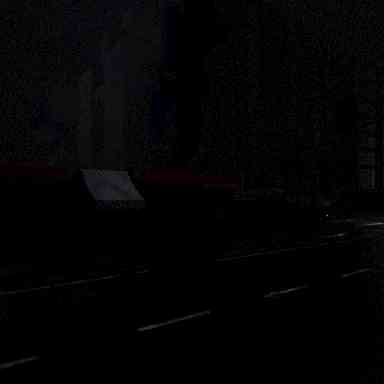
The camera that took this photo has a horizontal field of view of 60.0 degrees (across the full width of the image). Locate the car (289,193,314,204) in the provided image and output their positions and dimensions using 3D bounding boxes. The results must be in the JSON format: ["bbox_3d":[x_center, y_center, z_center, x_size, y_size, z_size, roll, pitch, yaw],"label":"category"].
[{"bbox_3d":[19.614,1.114,59.433,1.905,1.878,3.866,0,0,-35],"label":"car"}]

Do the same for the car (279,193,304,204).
[{"bbox_3d":[17.219,1.114,57.726,1.905,1.878,3.866,0,0,-35],"label":"car"}]

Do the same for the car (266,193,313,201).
[{"bbox_3d":[9.450,1.297,34.011,2.097,1.767,4.553,0,0,-36],"label":"car"}]

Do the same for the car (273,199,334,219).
[{"bbox_3d":[9.410,1.545,28.087,1.895,1.301,4.718,0,0,-36],"label":"car"}]
